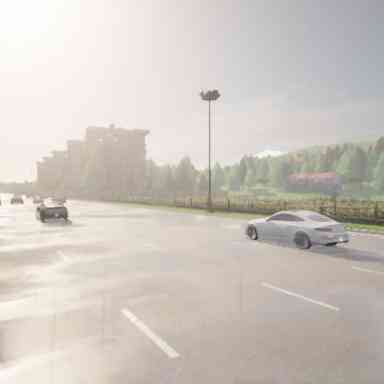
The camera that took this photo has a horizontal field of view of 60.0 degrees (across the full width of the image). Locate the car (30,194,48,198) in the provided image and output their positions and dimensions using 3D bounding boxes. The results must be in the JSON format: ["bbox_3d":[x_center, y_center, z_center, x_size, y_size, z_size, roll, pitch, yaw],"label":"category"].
[{"bbox_3d":[-27.442,1.512,59.897,1.895,1.301,4.718,0,0,-31],"label":"car"}]

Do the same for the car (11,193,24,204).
[{"bbox_3d":[-31.212,1.438,59.359,1.812,1.442,4.674,0,0,-31],"label":"car"}]

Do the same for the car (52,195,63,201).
[{"bbox_3d":[-34.253,1.427,84.510,1.994,1.385,4.181,0,0,-31],"label":"car"}]

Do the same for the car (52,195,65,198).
[{"bbox_3d":[-24.535,1.472,61.854,1.994,1.385,4.181,0,0,-31],"label":"car"}]

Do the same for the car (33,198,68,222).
[{"bbox_3d":[-10.905,1.453,25.808,2.128,1.511,4.902,0,0,-31],"label":"car"}]

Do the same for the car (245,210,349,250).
[{"bbox_3d":[4.286,1.502,14.194,1.812,1.442,4.674,0,0,-31],"label":"car"}]

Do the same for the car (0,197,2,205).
[{"bbox_3d":[-32.852,1.271,55.322,2.097,1.767,4.553,0,0,-31],"label":"car"}]
